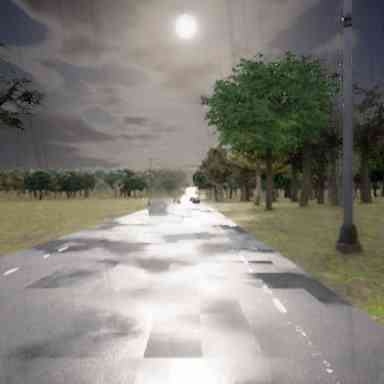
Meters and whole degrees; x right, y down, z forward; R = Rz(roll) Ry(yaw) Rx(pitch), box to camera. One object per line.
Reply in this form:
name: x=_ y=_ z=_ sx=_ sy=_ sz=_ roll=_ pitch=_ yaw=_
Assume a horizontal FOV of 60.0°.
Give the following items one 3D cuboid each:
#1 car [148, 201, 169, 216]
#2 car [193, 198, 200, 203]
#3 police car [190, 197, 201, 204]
car: x=-3.578 y=1.723 z=36.000 sx=1.837 sy=1.490 sz=4.892 roll=0 pitch=-1 yaw=0
car: x=1.087 y=2.359 z=92.227 sx=1.882 sy=1.535 sz=5.008 roll=0 pitch=-1 yaw=0
police car: x=1.083 y=2.166 z=82.337 sx=1.930 sy=1.638 sz=5.238 roll=0 pitch=-1 yaw=0
